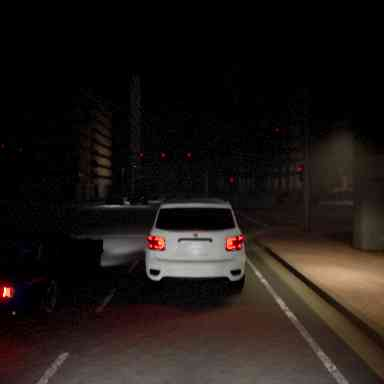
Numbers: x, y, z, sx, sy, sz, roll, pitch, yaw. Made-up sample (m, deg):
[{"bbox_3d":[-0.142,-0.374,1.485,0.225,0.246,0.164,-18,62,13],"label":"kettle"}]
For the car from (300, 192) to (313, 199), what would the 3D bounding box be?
[{"bbox_3d":[27.491,0.836,79.666,1.784,1.438,3.905,0,0,0],"label":"car"}]

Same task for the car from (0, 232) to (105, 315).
[{"bbox_3d":[-3.417,1.551,7.374,1.895,1.301,4.718,0,0,1],"label":"car"}]

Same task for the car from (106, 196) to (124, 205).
[{"bbox_3d":[-11.391,1.237,49.377,1.994,1.385,4.181,0,0,0],"label":"car"}]

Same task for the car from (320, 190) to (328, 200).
[{"bbox_3d":[30.174,0.625,79.717,1.932,1.855,4.605,0,0,0],"label":"car"}]

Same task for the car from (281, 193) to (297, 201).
[{"bbox_3d":[18.838,0.967,64.559,1.970,1.475,3.806,0,0,0],"label":"car"}]

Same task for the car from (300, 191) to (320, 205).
[{"bbox_3d":[16.145,0.844,47.089,1.905,1.878,3.866,0,0,0],"label":"car"}]

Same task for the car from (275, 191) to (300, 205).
[{"bbox_3d":[13.251,0.841,47.141,1.932,1.855,4.605,0,0,0],"label":"car"}]

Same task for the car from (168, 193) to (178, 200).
[{"bbox_3d":[-4.428,1.036,77.680,1.994,1.385,4.181,0,0,0],"label":"car"}]

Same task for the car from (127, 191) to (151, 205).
[{"bbox_3d":[-7.895,0.892,49.822,2.150,2.045,5.566,0,0,0],"label":"car"}]

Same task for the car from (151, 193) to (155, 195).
[{"bbox_3d":[-7.888,1.031,67.626,1.882,1.535,5.008,0,1,0],"label":"car"}]

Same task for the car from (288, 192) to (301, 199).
[{"bbox_3d":[24.596,0.867,79.665,1.970,1.475,3.806,0,0,0],"label":"car"}]

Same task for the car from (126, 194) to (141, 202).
[{"bbox_3d":[-11.394,1.171,65.047,1.895,1.301,4.718,0,0,0],"label":"car"}]

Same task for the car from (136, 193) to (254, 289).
[{"bbox_3d":[0.096,1.160,9.122,2.150,2.045,5.566,0,0,1],"label":"car"}]

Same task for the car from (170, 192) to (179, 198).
[{"bbox_3d":[-4.462,0.811,85.832,1.994,1.385,4.181,0,0,0],"label":"car"}]

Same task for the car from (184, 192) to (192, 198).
[{"bbox_3d":[-0.962,0.736,85.846,1.882,1.535,5.008,0,0,0],"label":"car"}]
